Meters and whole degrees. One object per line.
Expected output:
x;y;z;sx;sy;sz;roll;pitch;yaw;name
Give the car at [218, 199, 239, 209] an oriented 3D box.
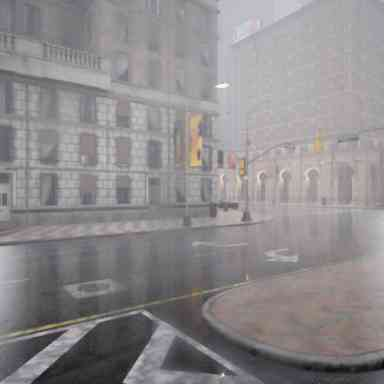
4.039;1.599;43.919;1.895;1.301;4.718;0;0;-36;car
